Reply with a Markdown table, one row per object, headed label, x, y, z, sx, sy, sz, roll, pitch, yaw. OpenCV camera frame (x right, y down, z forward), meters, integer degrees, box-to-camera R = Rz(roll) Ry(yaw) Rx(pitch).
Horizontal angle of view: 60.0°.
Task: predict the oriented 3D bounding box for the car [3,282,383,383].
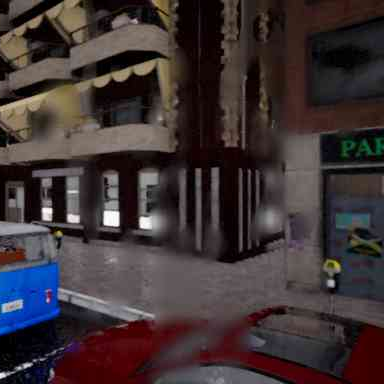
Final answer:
| label | x | y | z | sx | sy | sz | roll | pitch | yaw |
| --- | --- | --- | --- | --- | --- | --- | --- | --- | --- |
| car | 0.585 | 1.586 | 2.456 | 4.206 | 1.307 | 1.802 | 0 | 0 | 35 |

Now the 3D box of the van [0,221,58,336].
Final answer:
| label | x | y | z | sx | sy | sz | roll | pitch | yaw |
| --- | --- | --- | --- | --- | --- | --- | --- | --- | --- |
| van | -4.015 | 1.370 | 5.736 | 3.998 | 1.788 | 1.690 | 0 | 0 | 35 |
